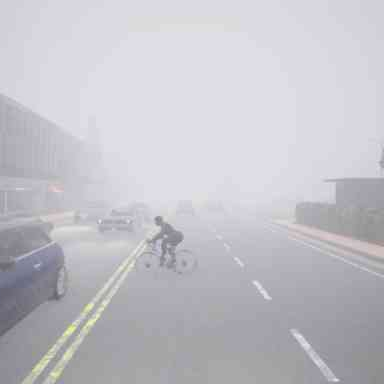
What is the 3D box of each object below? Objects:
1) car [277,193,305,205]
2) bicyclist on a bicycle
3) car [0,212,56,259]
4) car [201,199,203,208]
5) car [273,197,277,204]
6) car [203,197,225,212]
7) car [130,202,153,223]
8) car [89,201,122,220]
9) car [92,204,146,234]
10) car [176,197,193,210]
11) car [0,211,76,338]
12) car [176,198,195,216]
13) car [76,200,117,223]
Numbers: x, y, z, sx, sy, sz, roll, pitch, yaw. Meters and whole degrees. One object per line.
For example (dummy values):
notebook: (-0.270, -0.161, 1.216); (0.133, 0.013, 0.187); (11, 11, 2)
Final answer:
car: (16.457, 1.156, 54.252); (3.866, 1.878, 1.905); (0, 0, -3)
bicyclist on a bicycle: (-0.710, 1.455, 8.888); (1.656, 1.620, 0.582); (-2, 0, -2)
car: (-7.406, 1.601, 13.504); (1.895, 1.301, 4.718); (0, 0, -1)
car: (2.384, 1.477, 48.478); (1.882, 1.535, 5.008); (0, 0, -1)
car: (16.364, 1.153, 57.145); (4.605, 1.855, 1.932); (0, 0, -3)
car: (2.667, 1.564, 38.446); (1.994, 1.385, 4.181); (0, 0, -2)
car: (-4.119, 1.542, 25.836); (1.837, 1.490, 4.892); (0, 0, -1)
car: (-7.798, 1.622, 30.393); (1.895, 1.301, 4.718); (0, 2, -1)
car: (-4.046, 1.601, 19.230); (1.895, 1.301, 4.718); (0, 0, -1)
car: (-1.007, 1.491, 44.913); (2.128, 1.511, 4.902); (0, 0, -1)
car: (-3.698, 1.352, 5.296); (2.097, 1.767, 4.553); (0, 0, -1)
car: (-0.697, 1.547, 33.078); (2.033, 1.411, 5.357); (0, 0, -2)
car: (-7.613, 1.425, 25.695); (2.128, 1.511, 4.902); (0, 3, -1)
